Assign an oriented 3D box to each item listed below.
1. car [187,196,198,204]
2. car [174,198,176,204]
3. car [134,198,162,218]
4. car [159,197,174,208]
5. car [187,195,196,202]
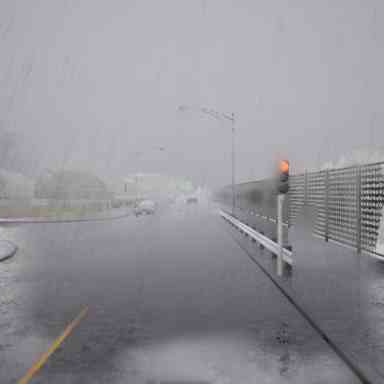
[{"bbox_3d":[0.086,1.477,66.049,1.882,1.535,5.008,0,0,0],"label":"car"},{"bbox_3d":[-4.082,1.564,61.297,1.994,1.385,4.181,0,0,0],"label":"car"},{"bbox_3d":[-4.105,1.526,30.846,1.812,1.442,4.674,0,0,0],"label":"car"},{"bbox_3d":[-4.108,1.492,47.623,2.128,1.511,4.902,0,0,0],"label":"car"},{"bbox_3d":[-0.022,1.540,77.431,2.033,1.411,5.357,0,0,0],"label":"car"}]
